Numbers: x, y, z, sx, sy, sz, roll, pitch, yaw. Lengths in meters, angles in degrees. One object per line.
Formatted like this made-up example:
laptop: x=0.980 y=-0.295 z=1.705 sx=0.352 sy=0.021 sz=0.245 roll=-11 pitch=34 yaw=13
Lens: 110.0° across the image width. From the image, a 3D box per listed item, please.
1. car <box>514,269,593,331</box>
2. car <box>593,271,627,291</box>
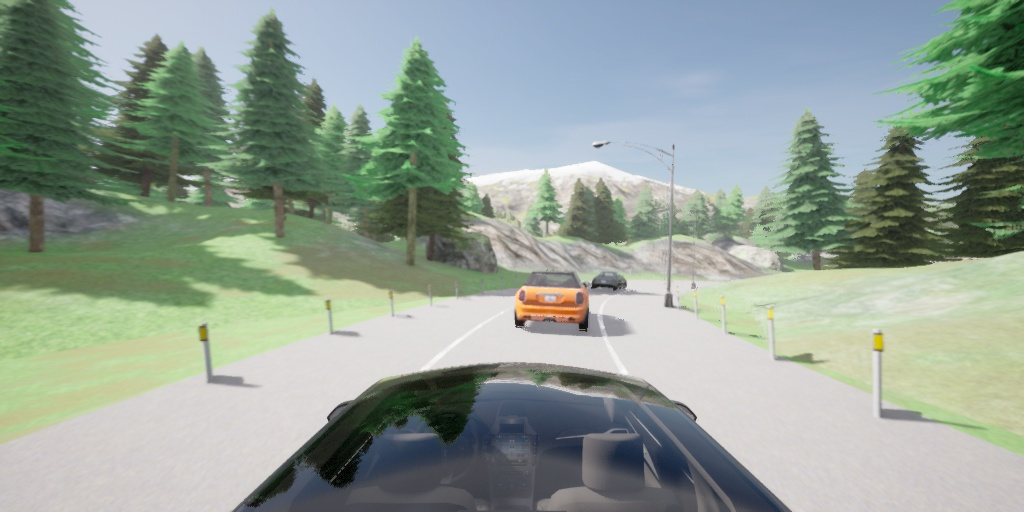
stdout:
car: x=1.449 y=1.205 z=11.772 sx=2.097 sy=1.767 sz=4.553 roll=1 pitch=-1 yaw=11
car: x=7.639 y=1.904 z=27.927 sx=1.994 sy=1.385 sz=4.181 roll=2 pitch=-1 yaw=29
